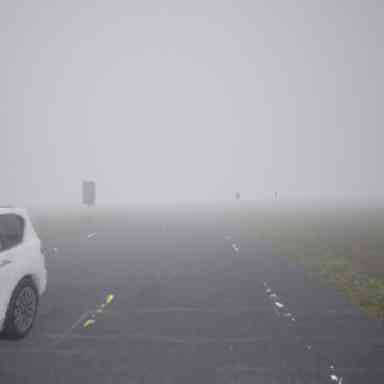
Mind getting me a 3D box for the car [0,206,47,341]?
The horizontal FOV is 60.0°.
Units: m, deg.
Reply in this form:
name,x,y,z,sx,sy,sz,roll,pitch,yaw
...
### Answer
name,x,y,z,sx,sy,sz,roll,pitch,yaw
car,-3.600,1.222,3.573,2.150,2.045,5.566,0,0,0
